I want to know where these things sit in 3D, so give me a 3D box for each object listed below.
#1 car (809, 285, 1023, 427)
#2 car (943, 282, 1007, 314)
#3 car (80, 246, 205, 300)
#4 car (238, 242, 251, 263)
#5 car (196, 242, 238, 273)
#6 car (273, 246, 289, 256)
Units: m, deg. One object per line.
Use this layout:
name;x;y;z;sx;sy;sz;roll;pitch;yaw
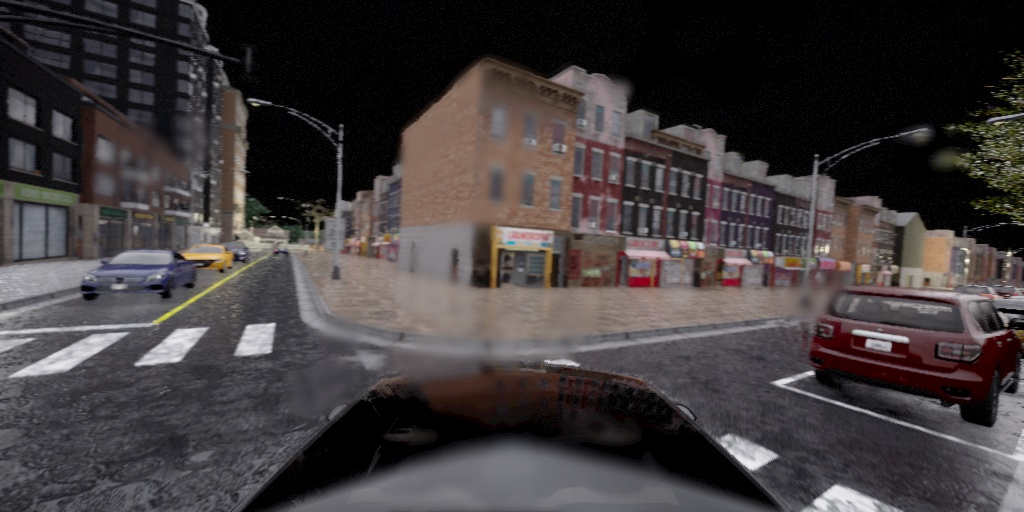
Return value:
car;7.330;1.491;6.506;5.009;1.841;2.192;0;0;-32
car;31.641;2.780;24.471;4.553;1.767;2.097;3;1;-32
car;-12.020;0.496;11.907;1.812;1.442;4.674;2;1;-31
car;-22.709;-0.378;29.197;2.097;1.767;4.553;2;1;-32
car;-17.441;0.078;20.666;1.882;1.535;5.008;2;1;-32
car;-32.378;-0.720;50.384;1.895;1.301;4.718;2;1;-32
